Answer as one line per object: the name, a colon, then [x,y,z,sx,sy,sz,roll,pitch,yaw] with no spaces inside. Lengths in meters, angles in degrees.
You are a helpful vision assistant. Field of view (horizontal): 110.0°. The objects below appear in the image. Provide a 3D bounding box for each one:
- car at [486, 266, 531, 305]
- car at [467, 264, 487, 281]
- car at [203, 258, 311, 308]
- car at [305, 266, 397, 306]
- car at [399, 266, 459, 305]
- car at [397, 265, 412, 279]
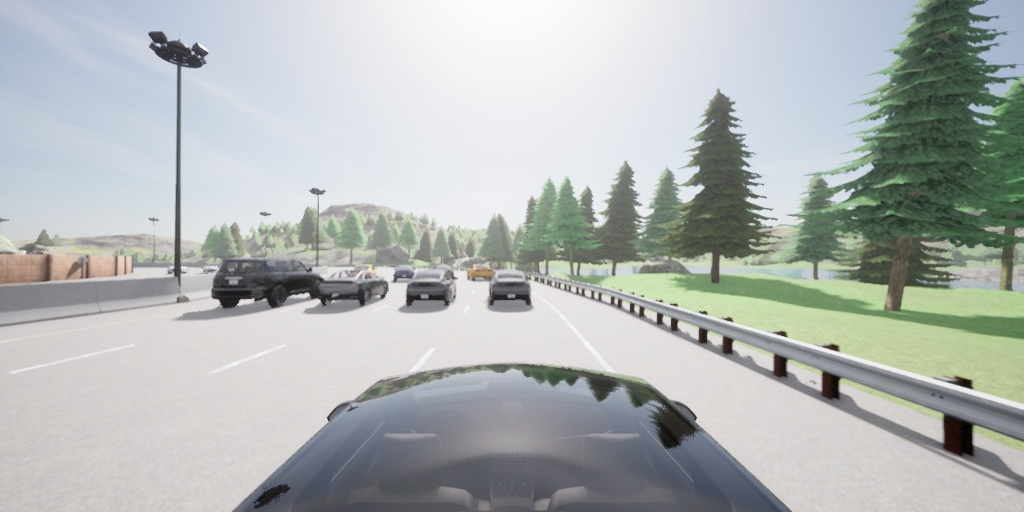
car: [-0.195,1.401,17.073,1.837,1.490,4.892,0,0,-4]
car: [-3.224,1.540,35.151,1.882,1.535,5.008,0,0,-16]
car: [-10.649,1.102,16.181,2.150,2.045,5.566,0,0,-3]
car: [-7.182,1.382,16.653,2.128,1.511,4.902,0,0,-4]
car: [-3.688,1.399,16.853,1.837,1.490,4.892,0,0,-4]
car: [-9.960,1.570,33.260,1.812,1.442,4.674,0,0,-16]
